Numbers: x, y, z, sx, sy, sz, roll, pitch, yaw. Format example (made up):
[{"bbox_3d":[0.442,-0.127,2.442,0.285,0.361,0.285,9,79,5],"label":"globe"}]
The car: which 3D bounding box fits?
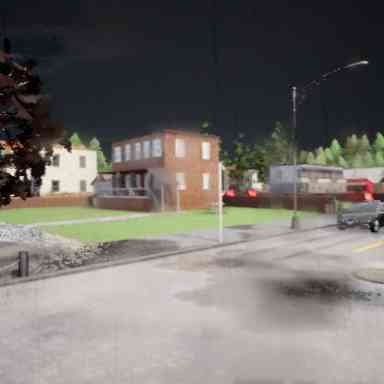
[{"bbox_3d":[9.529,1.255,17.963,4.892,1.490,1.837,-1,1,-42],"label":"car"}]
